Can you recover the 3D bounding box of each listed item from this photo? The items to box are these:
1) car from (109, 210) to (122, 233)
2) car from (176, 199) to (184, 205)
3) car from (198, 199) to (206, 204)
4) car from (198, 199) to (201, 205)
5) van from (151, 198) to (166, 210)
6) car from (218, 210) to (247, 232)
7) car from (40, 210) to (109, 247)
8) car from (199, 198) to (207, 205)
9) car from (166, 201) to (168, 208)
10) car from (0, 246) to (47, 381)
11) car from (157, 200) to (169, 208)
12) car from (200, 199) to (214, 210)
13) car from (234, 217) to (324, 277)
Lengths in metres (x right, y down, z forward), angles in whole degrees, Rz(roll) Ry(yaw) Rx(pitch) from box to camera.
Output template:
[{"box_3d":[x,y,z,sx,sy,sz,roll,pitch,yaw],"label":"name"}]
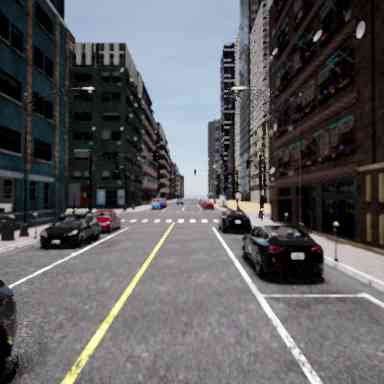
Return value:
[{"box_3d":[-5.686,1.828,21.603,1.802,1.307,4.206,0,-1,0],"label":"car"},{"box_3d":[-3.010,2.511,83.249,2.033,1.411,5.357,0,-1,0],"label":"car"},{"box_3d":[2.685,2.645,92.687,2.008,1.369,4.403,0,-1,0],"label":"car"},{"box_3d":[2.690,2.196,65.052,1.967,1.590,4.097,0,-1,0],"label":"car"},{"box_3d":[-5.689,1.966,53.998,1.690,1.788,3.998,0,-1,0],"label":"van"},{"box_3d":[2.695,1.811,21.592,1.947,1.339,4.313,0,-1,0],"label":"car"},{"box_3d":[-5.686,1.749,16.080,1.947,1.339,4.313,0,-1,0],"label":"car"},{"box_3d":[2.687,2.397,81.633,1.967,1.590,4.097,0,-1,0],"label":"car"},{"box_3d":[-5.690,2.006,59.526,2.192,1.841,5.009,0,-1,0],"label":"car"},{"box_3d":[-3.100,1.518,2.219,2.128,1.511,4.902,0,-1,0],"label":"car"},{"box_3d":[-5.692,2.301,65.051,1.887,1.381,4.507,0,-1,0],"label":"car"},{"box_3d":[2.690,2.206,53.995,1.802,1.307,4.206,0,-1,0],"label":"car"},{"box_3d":[2.696,1.686,10.546,1.947,1.339,4.313,0,-1,0],"label":"car"}]
